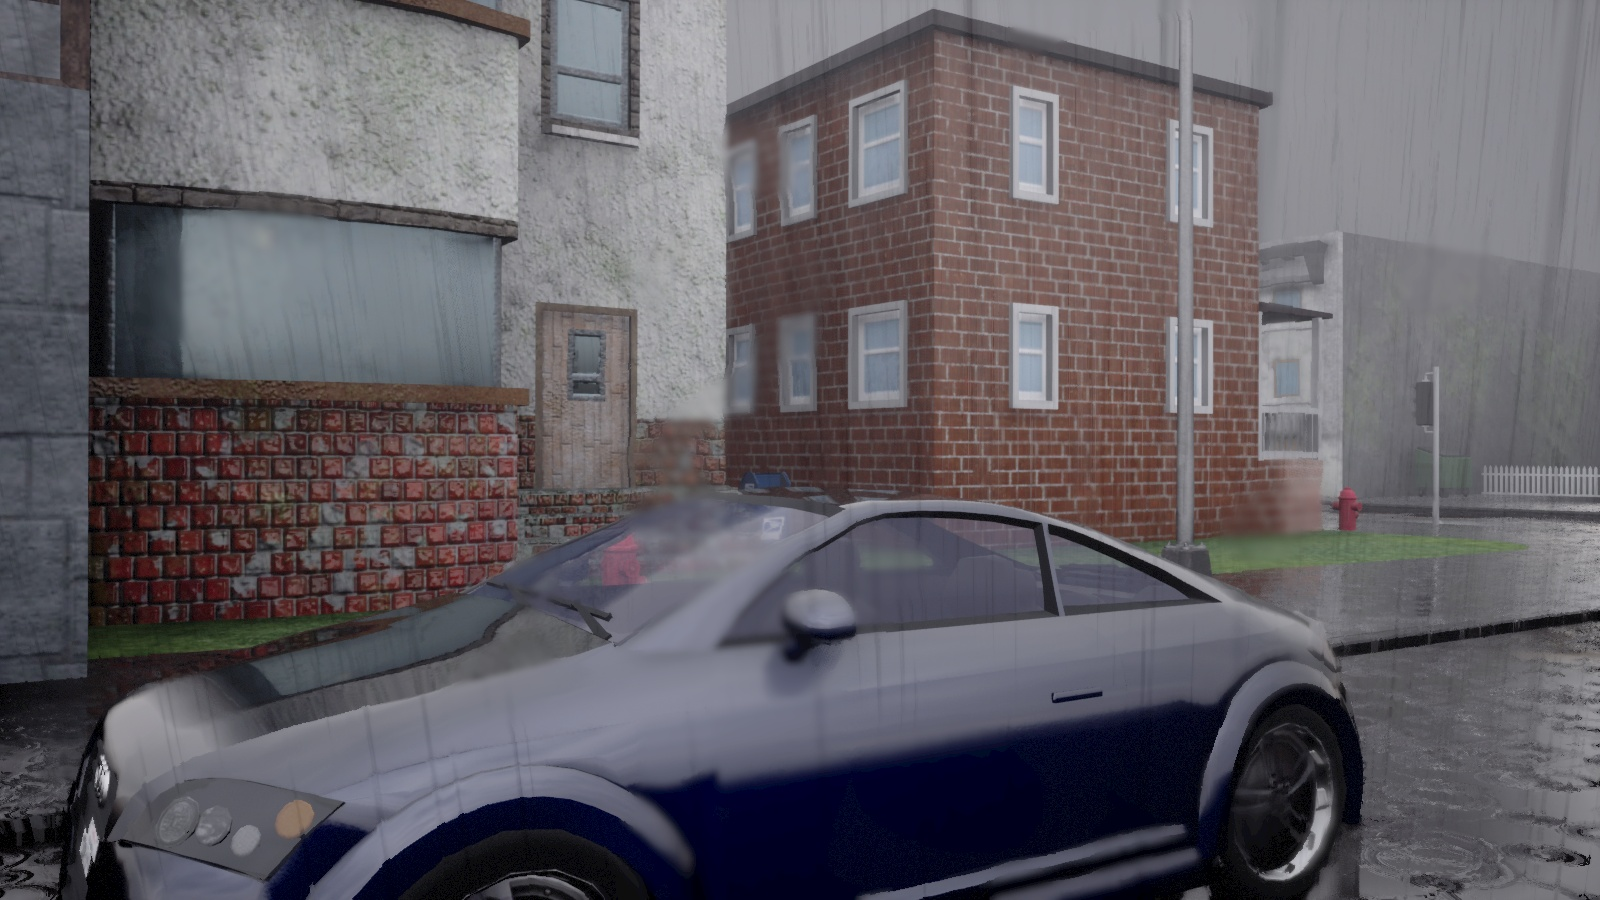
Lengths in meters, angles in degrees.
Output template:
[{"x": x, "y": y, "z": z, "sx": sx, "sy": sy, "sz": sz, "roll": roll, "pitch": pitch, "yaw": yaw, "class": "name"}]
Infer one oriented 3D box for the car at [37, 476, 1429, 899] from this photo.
[{"x": -0.072, "y": 0.819, "z": 4.179, "sx": 4.181, "sy": 1.385, "sz": 1.994, "roll": 0, "pitch": 0, "yaw": -32, "class": "car"}]
